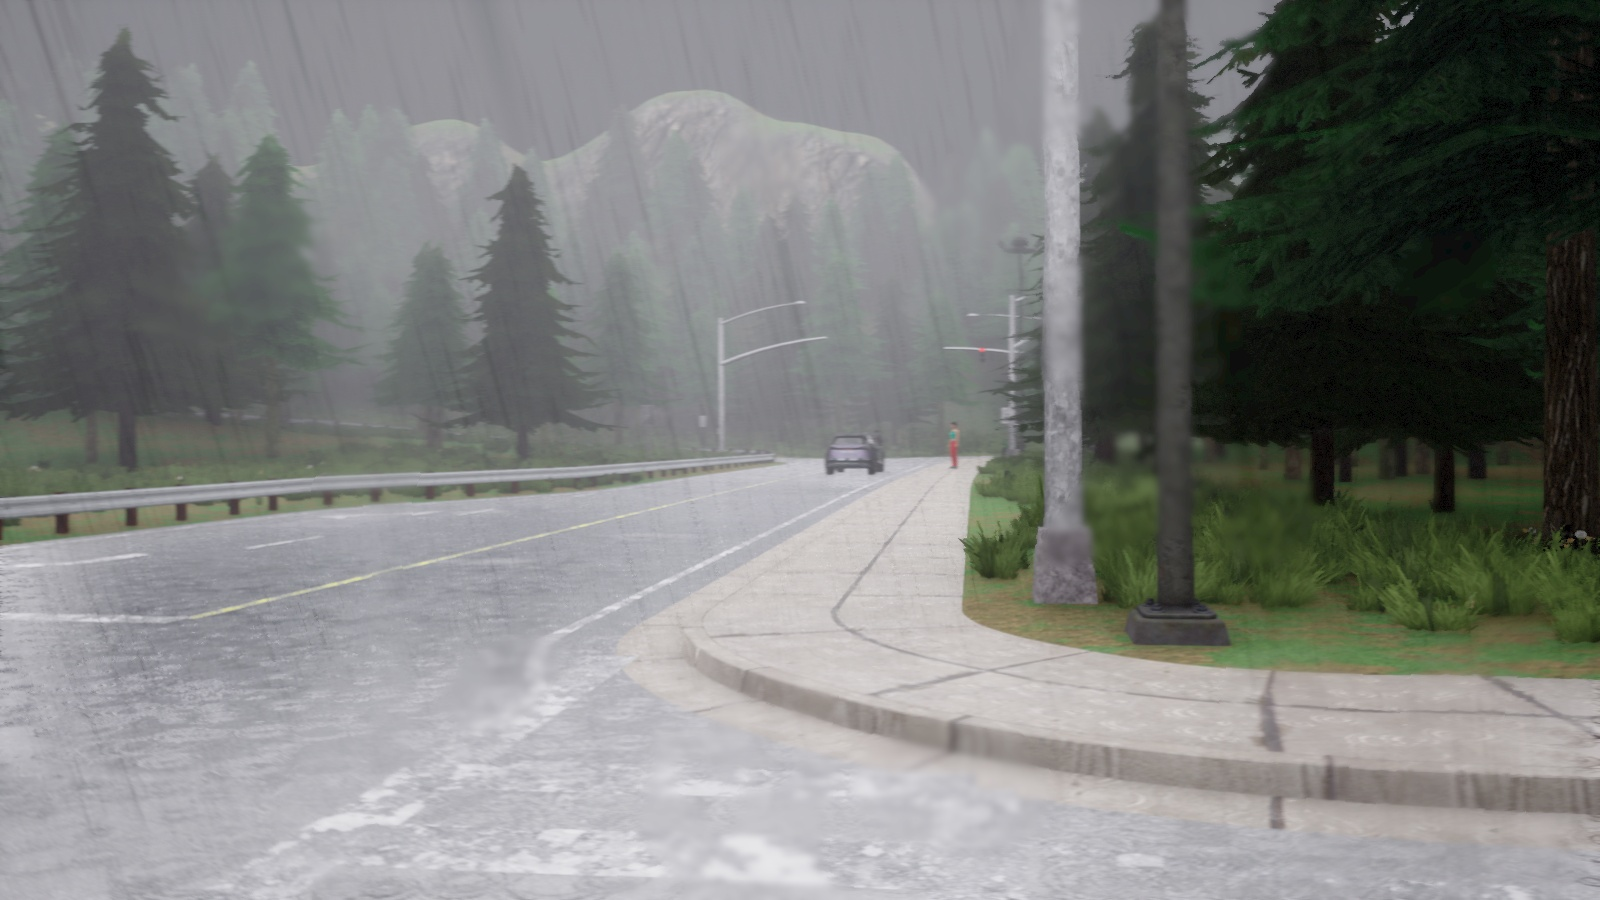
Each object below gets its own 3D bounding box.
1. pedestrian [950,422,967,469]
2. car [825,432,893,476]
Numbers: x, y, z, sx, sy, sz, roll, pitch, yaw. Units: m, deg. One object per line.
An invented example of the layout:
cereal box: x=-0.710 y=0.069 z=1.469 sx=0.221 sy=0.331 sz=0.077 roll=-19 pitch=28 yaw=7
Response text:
pedestrian: x=6.221 y=-0.162 z=49.287 sx=0.594 sy=1.836 sz=0.345 roll=0 pitch=1 yaw=-19
car: x=2.358 y=0.111 z=49.096 sx=2.033 sy=1.649 sz=4.856 roll=0 pitch=1 yaw=10
